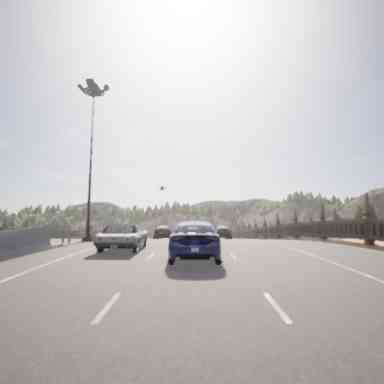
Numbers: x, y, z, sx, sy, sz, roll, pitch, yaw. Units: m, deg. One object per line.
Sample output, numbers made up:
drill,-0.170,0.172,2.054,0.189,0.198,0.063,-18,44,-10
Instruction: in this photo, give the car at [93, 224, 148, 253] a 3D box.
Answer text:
car,-3.399,2.268,16.776,1.895,1.301,4.718,0,-4,0

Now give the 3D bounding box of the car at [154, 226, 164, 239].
car,-3.395,4.816,39.759,1.882,1.535,5.008,0,-8,0

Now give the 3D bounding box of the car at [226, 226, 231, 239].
car,3.604,4.863,39.915,1.837,1.490,4.892,0,-8,0

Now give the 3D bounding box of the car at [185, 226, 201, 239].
car,0.102,4.887,39.930,1.812,1.442,4.674,0,-8,0

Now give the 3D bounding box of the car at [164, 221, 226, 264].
car,0.101,1.926,13.534,1.882,1.535,5.008,0,-3,0
